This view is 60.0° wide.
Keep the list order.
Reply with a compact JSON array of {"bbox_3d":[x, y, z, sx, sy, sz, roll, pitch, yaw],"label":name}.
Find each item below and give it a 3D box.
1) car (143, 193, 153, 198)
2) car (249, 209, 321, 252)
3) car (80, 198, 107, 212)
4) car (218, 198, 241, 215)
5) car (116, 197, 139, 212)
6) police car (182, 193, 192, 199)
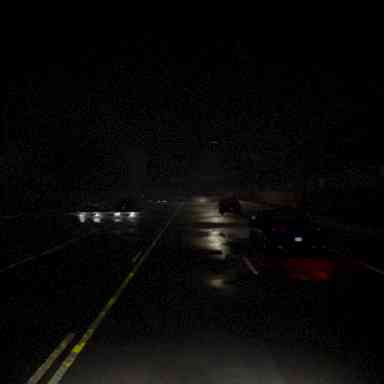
[{"bbox_3d":[-10.511,0.848,79.293,2.097,1.767,4.553,0,0,0],"label":"car"},{"bbox_3d":[3.598,1.436,13.715,1.882,1.535,5.008,0,0,0],"label":"car"},{"bbox_3d":[-10.599,1.372,36.170,1.812,1.442,4.674,0,0,0],"label":"car"},{"bbox_3d":[3.597,1.343,32.726,1.882,1.535,5.008,0,0,0],"label":"car"},{"bbox_3d":[-7.099,1.351,36.794,1.837,1.490,4.892,0,0,0],"label":"car"},{"bbox_3d":[-1.063,0.989,94.029,1.930,1.638,5.238,0,0,0],"label":"police car"}]
